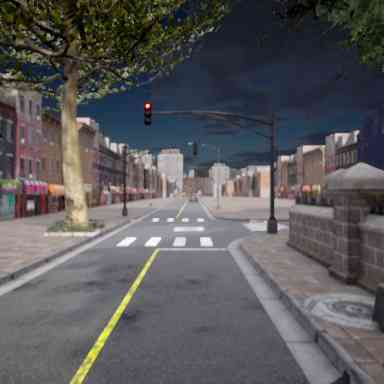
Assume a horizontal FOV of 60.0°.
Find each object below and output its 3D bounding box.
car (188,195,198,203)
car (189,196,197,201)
[{"bbox_3d":[0.293,1.473,70.587,2.128,1.511,4.902,0,0,0],"label":"car"},{"bbox_3d":[0.279,1.645,90.847,1.895,1.301,4.718,0,0,0],"label":"car"}]
